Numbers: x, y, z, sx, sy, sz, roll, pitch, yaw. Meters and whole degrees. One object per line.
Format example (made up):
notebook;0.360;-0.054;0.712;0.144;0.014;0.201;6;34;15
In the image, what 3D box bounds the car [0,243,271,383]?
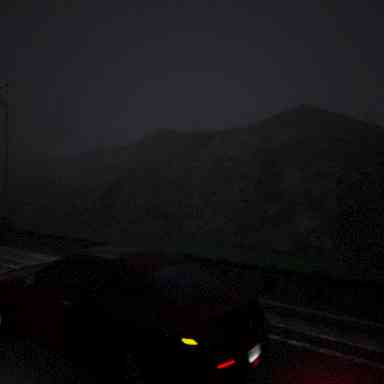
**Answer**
car;-1.209;1.501;4.845;4.674;1.442;1.812;0;0;35
